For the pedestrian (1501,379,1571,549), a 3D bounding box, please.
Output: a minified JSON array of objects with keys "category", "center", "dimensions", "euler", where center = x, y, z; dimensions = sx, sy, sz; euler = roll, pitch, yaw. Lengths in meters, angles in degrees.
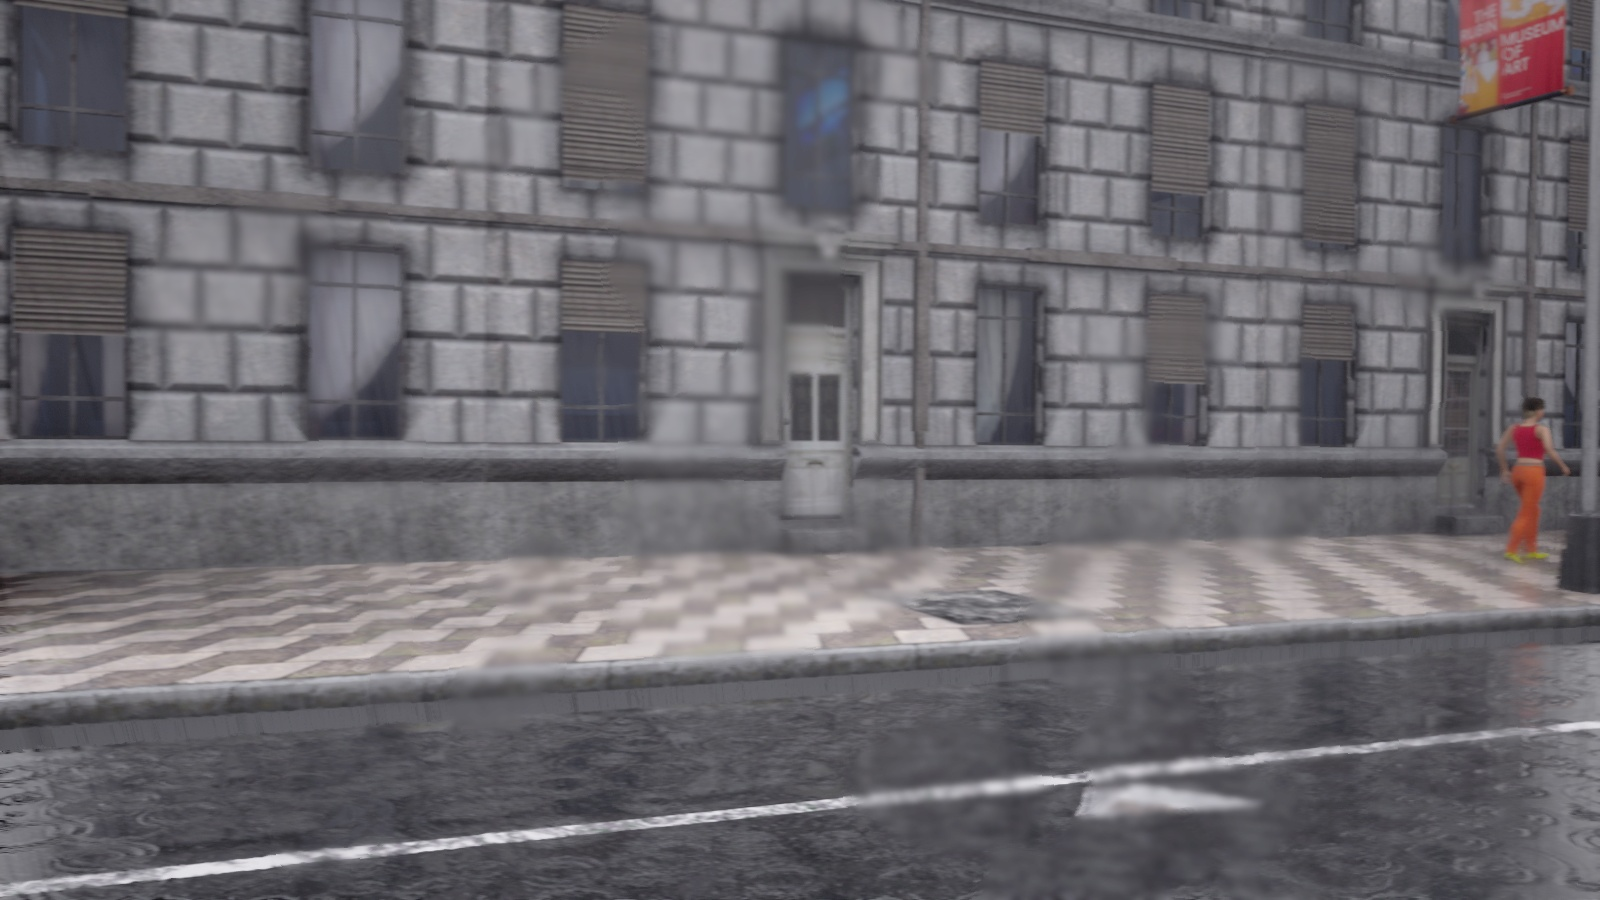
[{"category":"pedestrian","center":[8.112,0.144,13.837],"dimensions":[0.594,1.836,0.345],"euler":[-1,1,-15]}]
